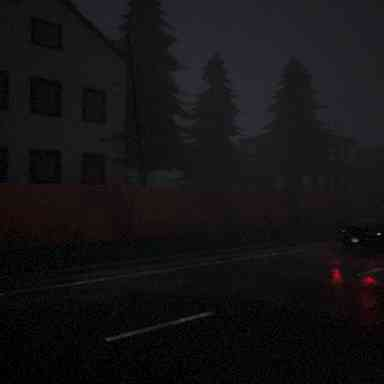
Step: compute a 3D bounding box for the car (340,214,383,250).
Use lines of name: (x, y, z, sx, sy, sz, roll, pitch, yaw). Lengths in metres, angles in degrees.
car: (8.050, 1.659, 13.877, 4.674, 1.442, 1.812, 0, 0, -35)
